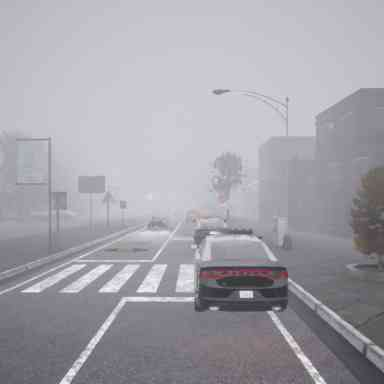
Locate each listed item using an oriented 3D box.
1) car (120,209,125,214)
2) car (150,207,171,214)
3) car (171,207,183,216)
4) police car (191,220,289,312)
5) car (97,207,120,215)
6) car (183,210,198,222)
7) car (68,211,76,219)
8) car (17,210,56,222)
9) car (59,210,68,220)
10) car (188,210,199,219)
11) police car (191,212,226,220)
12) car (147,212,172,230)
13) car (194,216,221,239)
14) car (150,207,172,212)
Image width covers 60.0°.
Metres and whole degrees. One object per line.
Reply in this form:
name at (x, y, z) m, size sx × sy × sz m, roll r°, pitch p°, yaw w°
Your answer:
car at (-21.542, 5.219, 89.878) m, size 5.008 × 1.535 × 2.097 m, roll 0°, pitch -3°, yaw 0°
car at (-8.486, 4.964, 89.818) m, size 5.566 × 2.045 × 2.435 m, roll 0°, pitch -3°, yaw 0°
car at (-2.932, 4.434, 74.426) m, size 2.097 × 1.767 × 4.553 m, roll 0°, pitch -2°, yaw 0°
police car at (0.999, 1.766, 8.664) m, size 1.930 × 1.638 × 5.238 m, roll 0°, pitch -2°, yaw 0°
car at (-21.560, 4.965, 84.316) m, size 5.008 × 1.535 × 2.097 m, roll 0°, pitch -2°, yaw 0°
car at (0.209, 3.278, 46.665) m, size 2.097 × 1.767 × 4.553 m, roll 0°, pitch -2°, yaw 1°
car at (-21.741, 3.632, 52.710) m, size 5.008 × 1.535 × 2.097 m, roll 0°, pitch -2°, yaw 0°
car at (-21.767, 3.397, 46.165) m, size 4.674 × 1.452 × 2.002 m, roll 0°, pitch -2°, yaw 0°
car at (-21.747, 3.496, 49.440) m, size 4.892 × 1.521 × 2.231 m, roll 0°, pitch -2°, yaw 0°
car at (0.252, 4.033, 60.097) m, size 2.033 × 1.411 × 5.357 m, roll 0°, pitch -2°, yaw 0°
police car at (1.037, 2.179, 18.665) m, size 1.930 × 1.638 × 5.238 m, roll 0°, pitch -2°, yaw 0°
car at (-3.225, 2.944, 32.692) m, size 1.895 × 1.301 × 4.718 m, roll 0°, pitch -2°, yaw 0°
car at (1.063, 2.527, 24.551) m, size 1.812 × 1.442 × 4.674 m, roll 0°, pitch -2°, yaw 0°
car at (-8.466, 5.087, 87.008) m, size 4.892 × 1.521 × 2.231 m, roll 0°, pitch -3°, yaw 0°
